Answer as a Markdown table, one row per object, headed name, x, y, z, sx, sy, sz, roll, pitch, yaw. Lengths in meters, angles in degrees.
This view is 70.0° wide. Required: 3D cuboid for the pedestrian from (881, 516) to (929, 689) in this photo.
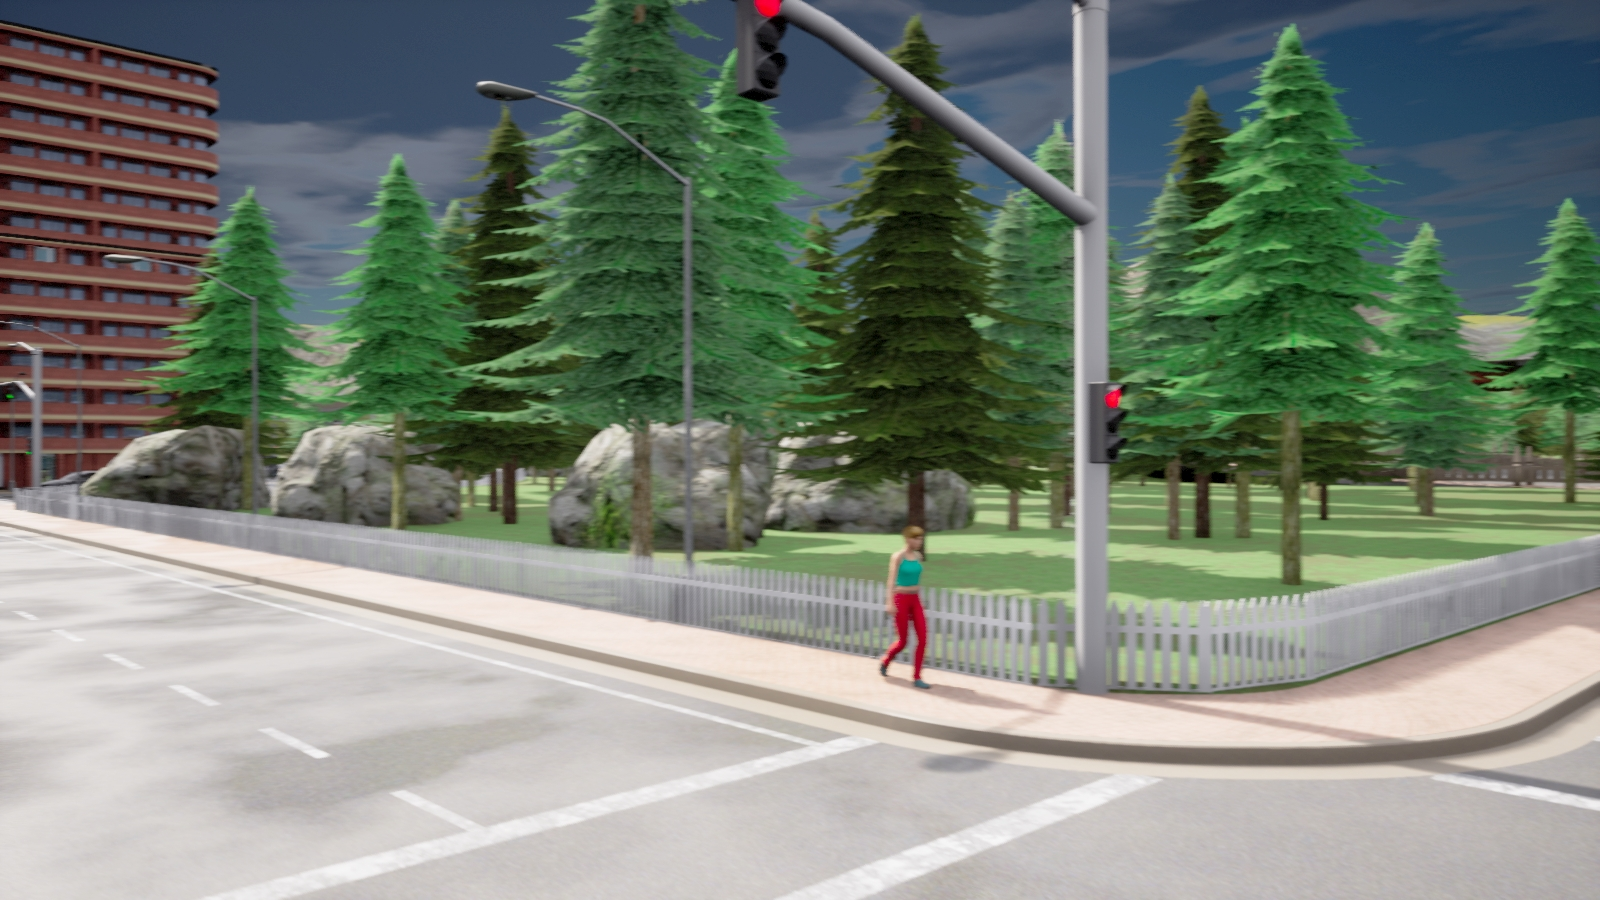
| name | x | y | z | sx | sy | sz | roll | pitch | yaw |
| --- | --- | --- | --- | --- | --- | --- | --- | --- | --- |
| pedestrian | 1.174 | 1.691 | 12.808 | 0.375 | 1.860 | 0.375 | 0 | 0 | -37 |
